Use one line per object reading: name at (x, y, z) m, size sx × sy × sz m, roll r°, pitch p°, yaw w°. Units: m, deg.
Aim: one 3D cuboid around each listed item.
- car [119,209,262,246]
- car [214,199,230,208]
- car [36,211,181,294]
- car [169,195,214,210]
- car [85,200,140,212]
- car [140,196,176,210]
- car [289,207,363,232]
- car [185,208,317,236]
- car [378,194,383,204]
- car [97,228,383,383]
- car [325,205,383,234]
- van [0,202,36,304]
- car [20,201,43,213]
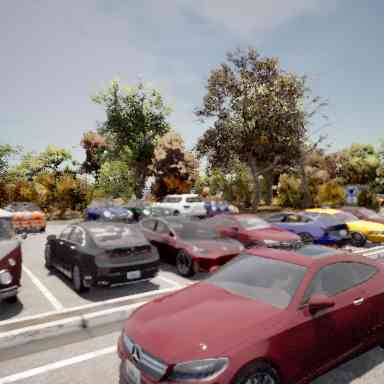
car at (-0.368, 1.542, 10.732) m, size 2.163 × 1.488 × 4.792 m, roll 0°, pitch 0°, yaw -35°
car at (1.163, 1.357, 27.842) m, size 2.185 × 1.767 × 4.553 m, roll 0°, pitch 0°, yaw -35°
car at (-2.652, 1.521, 9.142) m, size 2.231 × 1.521 × 4.892 m, roll 0°, pitch 0°, yaw -35°
car at (-1.145, 1.239, 26.280) m, size 2.435 × 2.045 × 5.566 m, roll 0°, pitch 0°, yaw -35°
car at (-5.794, 1.379, 22.991) m, size 2.185 × 1.767 × 4.553 m, roll 0°, pitch 0°, yaw -35°
car at (-3.521, 1.372, 24.600) m, size 2.185 × 1.767 × 4.553 m, roll 0°, pitch 0°, yaw -35°
car at (4.141, 1.527, 13.997) m, size 2.163 × 1.488 × 4.792 m, roll 0°, pitch 0°, yaw -35°
car at (1.885, 1.545, 12.367) m, size 2.002 × 1.452 × 4.674 m, roll 0°, pitch 0°, yaw -35°
car at (24.884, 1.075, 44.243) m, size 2.185 × 1.767 × 4.553 m, roll 0°, pitch 0°, yaw -35°
car at (1.316, 1.514, 4.623) m, size 4.674 × 1.442 × 1.812 m, roll 0°, pitch 0°, yaw -36°
car at (6.536, 1.488, 15.430) m, size 1.946 × 1.575 × 5.366 m, roll 0°, pitch 0°, yaw -35°
van at (-4.962, 1.301, 7.371) m, size 1.878 × 1.987 × 4.442 m, roll 0°, pitch 0°, yaw -35°
car at (-10.201, 1.394, 19.793) m, size 2.185 × 1.767 × 4.553 m, roll 0°, pitch 0°, yaw -35°
